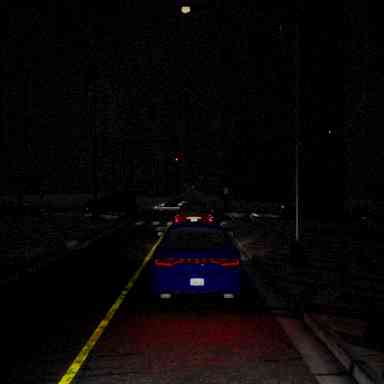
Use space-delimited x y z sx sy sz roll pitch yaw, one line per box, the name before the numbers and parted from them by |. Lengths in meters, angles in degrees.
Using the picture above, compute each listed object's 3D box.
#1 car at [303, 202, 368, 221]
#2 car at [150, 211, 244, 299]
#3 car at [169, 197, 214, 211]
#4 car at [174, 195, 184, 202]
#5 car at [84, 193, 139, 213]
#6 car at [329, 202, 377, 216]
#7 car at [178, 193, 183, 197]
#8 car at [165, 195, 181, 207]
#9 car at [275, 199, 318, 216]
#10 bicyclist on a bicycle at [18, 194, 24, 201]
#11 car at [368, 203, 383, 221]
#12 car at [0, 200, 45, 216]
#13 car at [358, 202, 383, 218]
car | 12.131 1.774 28.339 4.313 1.339 1.947 1 -1 0
car | 0.099 1.478 8.499 1.882 1.535 5.008 0 0 0
car | 0.118 1.352 17.653 2.097 1.767 4.553 0 0 1
car | -3.020 1.512 79.617 2.128 1.511 4.902 0 0 0
car | -8.245 1.139 34.341 5.566 2.045 2.150 1 2 -22
car | 17.781 1.841 36.864 4.403 1.369 2.008 1 -1 0
car | -3.039 1.493 66.987 2.128 1.511 4.902 0 0 0
car | -3.115 1.526 50.842 1.812 1.442 4.674 0 0 0
car | 10.947 1.539 34.188 4.553 1.767 2.097 1 0 0
bicyclist on a bicycle | -20.502 1.031 39.724 0.582 1.620 1.656 1 0 0
car | 17.944 1.824 28.340 4.829 1.417 1.752 1 -1 0
car | -14.777 1.367 28.240 4.403 1.369 2.008 1 -1 0
car | 19.914 1.852 34.191 4.674 1.442 1.812 1 0 0
